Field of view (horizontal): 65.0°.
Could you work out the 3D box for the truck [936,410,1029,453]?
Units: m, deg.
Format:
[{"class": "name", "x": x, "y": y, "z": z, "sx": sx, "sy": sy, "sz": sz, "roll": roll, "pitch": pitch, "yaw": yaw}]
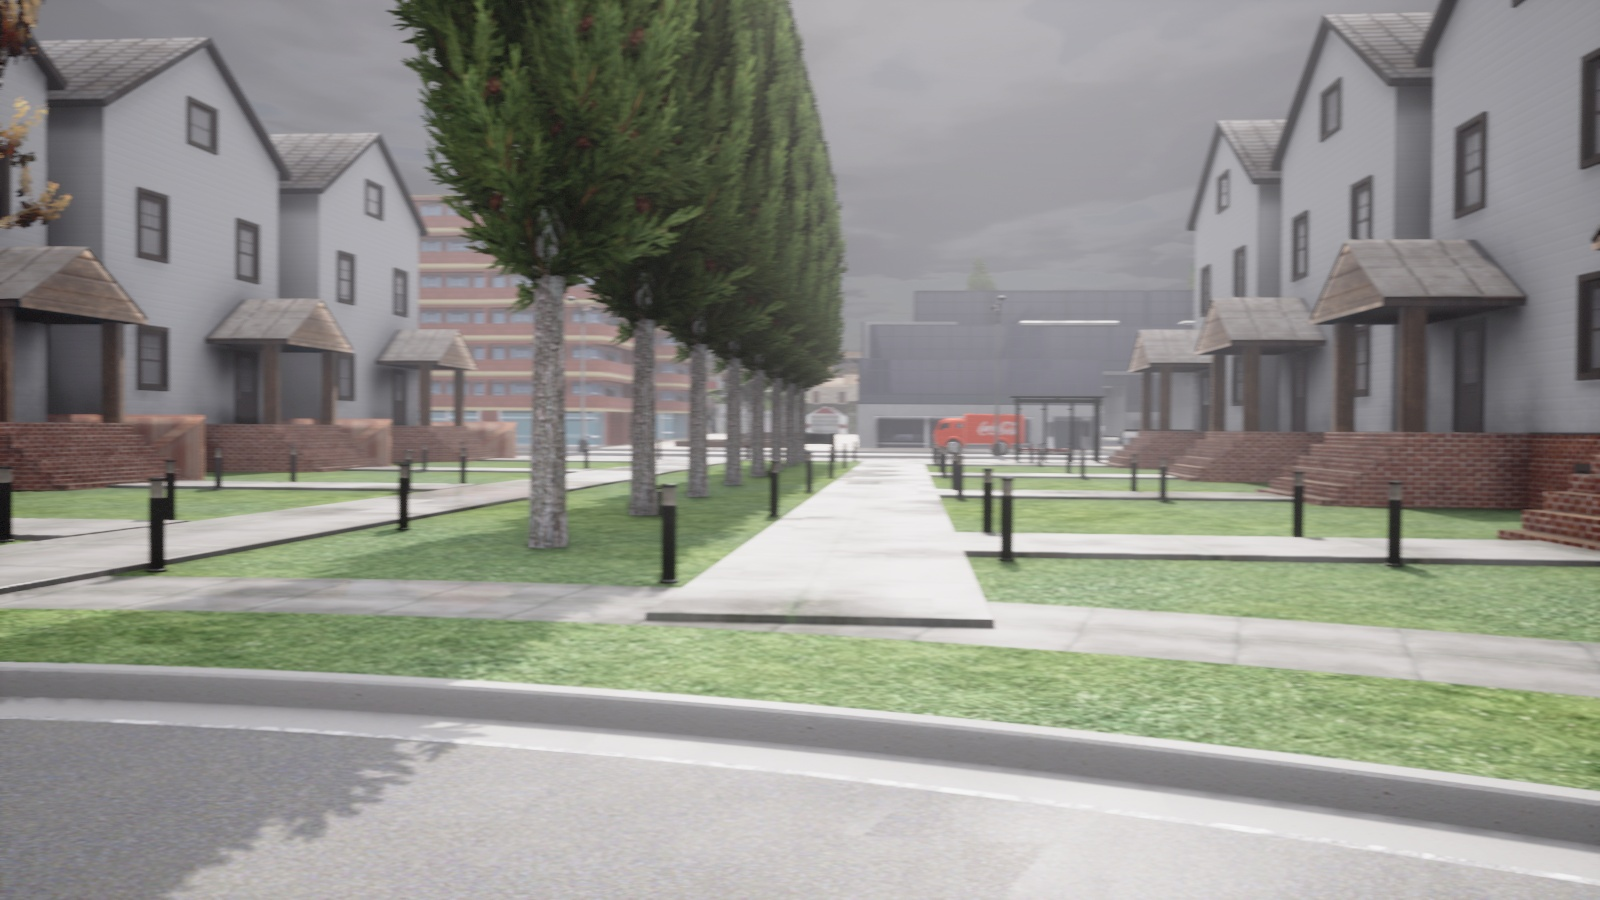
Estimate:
[{"class": "truck", "x": 10.690, "y": -1.082, "z": 73.878, "sx": 5.204, "sy": 2.467, "sz": 2.627, "roll": -1, "pitch": 1, "yaw": 5}]
